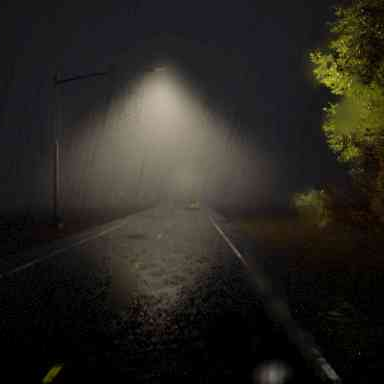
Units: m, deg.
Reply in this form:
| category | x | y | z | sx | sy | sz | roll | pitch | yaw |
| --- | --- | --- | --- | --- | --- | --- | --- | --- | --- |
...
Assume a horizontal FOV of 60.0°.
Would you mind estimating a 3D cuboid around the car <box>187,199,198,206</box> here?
| category | x | y | z | sx | sy | sz | roll | pitch | yaw |
| --- | --- | --- | --- | --- | --- | --- | --- | --- | --- |
| car | 0.088 | 2.099 | 66.573 | 1.994 | 1.385 | 4.181 | 0 | 0 | 0 |

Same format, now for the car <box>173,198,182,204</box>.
| category | x | y | z | sx | sy | sz | roll | pitch | yaw |
| --- | --- | --- | --- | --- | --- | --- | --- | --- | --- |
| car | -3.515 | 2.201 | 80.499 | 1.994 | 1.385 | 4.181 | 0 | 0 | 0 |

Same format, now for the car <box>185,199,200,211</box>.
| category | x | y | z | sx | sy | sz | roll | pitch | yaw |
| --- | --- | --- | --- | --- | --- | --- | --- | --- | --- |
| car | 0.091 | 1.864 | 48.183 | 1.882 | 1.535 | 5.008 | 0 | 0 | 0 |
